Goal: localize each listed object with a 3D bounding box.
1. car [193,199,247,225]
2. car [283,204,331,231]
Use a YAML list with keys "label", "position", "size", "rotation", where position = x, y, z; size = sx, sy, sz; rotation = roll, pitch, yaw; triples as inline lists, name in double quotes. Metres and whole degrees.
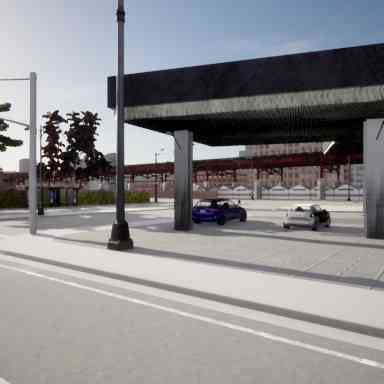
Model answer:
- label: "car"
  position: [1.993, 1.295, 23.020]
  size: [2.242, 1.667, 4.611]
  rotation: [0, 0, 37]
- label: "car"
  position: [7.074, 1.456, 20.232]
  size: [1.970, 1.475, 3.806]
  rotation: [0, 0, 37]
